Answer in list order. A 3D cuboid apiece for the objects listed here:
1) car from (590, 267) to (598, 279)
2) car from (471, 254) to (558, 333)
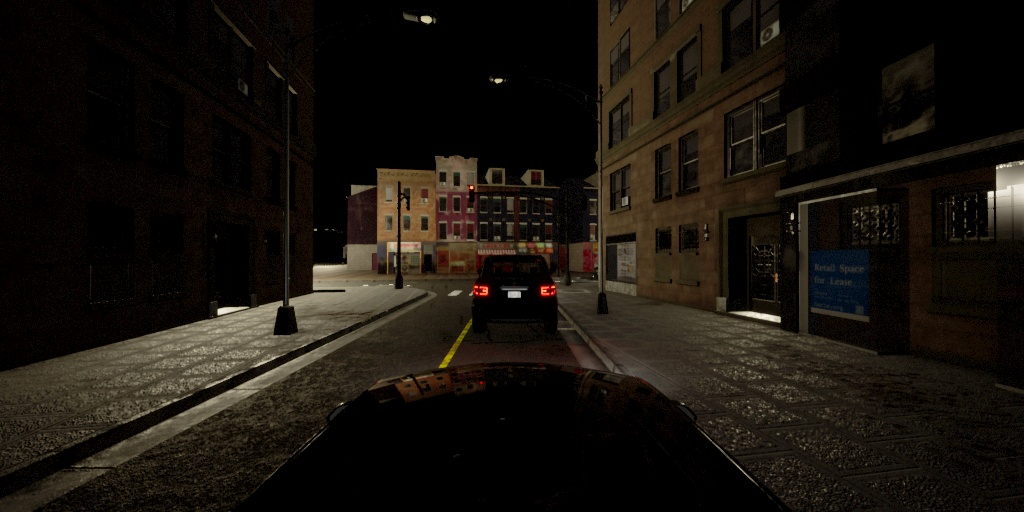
[{"bbox_3d":[8.889,1.089,29.869,4.553,1.767,2.097,0,0,-10],"label":"car"},{"bbox_3d":[0.097,0.972,10.864,2.150,2.045,5.566,0,0,1],"label":"car"}]
